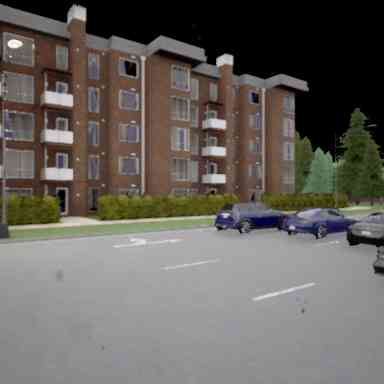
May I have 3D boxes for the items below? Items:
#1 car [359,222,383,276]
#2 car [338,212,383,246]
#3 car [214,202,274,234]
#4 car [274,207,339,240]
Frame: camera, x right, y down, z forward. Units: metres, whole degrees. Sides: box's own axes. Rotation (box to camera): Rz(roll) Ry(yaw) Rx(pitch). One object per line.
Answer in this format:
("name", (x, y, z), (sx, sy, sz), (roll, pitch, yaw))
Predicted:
("car", (6.850, 1.546, 8.699), (5.357, 1.411, 2.033), (0, 0, -35))
("car", (8.410, 1.561, 14.074), (4.181, 1.385, 1.994), (0, 0, -35))
("car", (3.549, 1.348, 19.213), (4.553, 1.767, 2.097), (0, 0, -35))
("car", (6.638, 1.523, 17.108), (4.674, 1.442, 1.812), (0, 0, -35))
